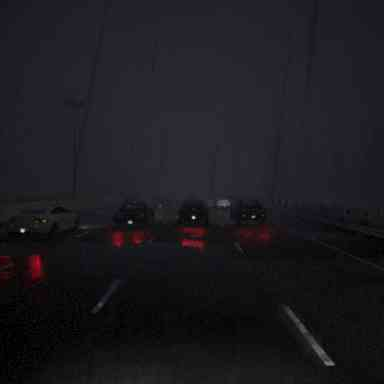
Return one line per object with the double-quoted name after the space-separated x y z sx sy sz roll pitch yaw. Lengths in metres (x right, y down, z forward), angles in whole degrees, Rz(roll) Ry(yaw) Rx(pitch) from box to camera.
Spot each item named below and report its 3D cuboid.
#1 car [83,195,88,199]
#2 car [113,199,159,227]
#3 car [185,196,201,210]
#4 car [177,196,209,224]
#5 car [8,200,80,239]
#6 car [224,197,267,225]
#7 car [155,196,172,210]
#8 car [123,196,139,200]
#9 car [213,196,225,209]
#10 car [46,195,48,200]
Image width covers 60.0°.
-17.510 1.275 54.920 2.128 1.511 4.902 0 0 0 "car"
-3.403 1.353 20.519 1.895 1.301 4.718 0 0 0 "car"
0.092 1.253 39.491 1.812 1.442 4.674 0 0 0 "car"
0.096 1.247 22.039 1.837 1.490 4.892 0 0 0 "car"
-6.916 1.315 15.906 1.812 1.442 4.674 0 1 0 "car"
3.596 1.235 21.839 2.128 1.511 4.902 0 0 0 "car"
-3.407 1.229 38.470 1.837 1.490 4.892 0 0 0 "car"
-6.907 1.229 38.465 1.837 1.490 4.892 0 0 0 "car"
3.593 1.253 39.460 1.812 1.442 4.674 0 0 0 "car"
-24.510 1.294 54.919 1.882 1.535 5.008 0 0 0 "car"
